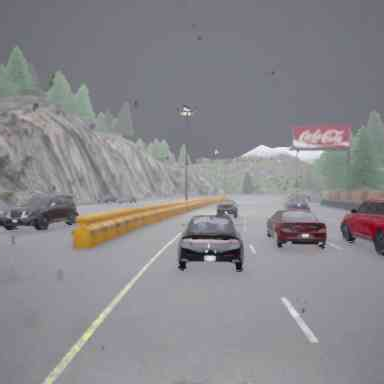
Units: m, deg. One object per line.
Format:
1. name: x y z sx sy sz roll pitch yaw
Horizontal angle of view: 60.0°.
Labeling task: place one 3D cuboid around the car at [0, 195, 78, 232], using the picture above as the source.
1. car: -9.133 1.207 20.543 2.150 2.045 5.566 0 0 8

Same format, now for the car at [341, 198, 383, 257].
1. car: 7.828 1.252 13.130 2.150 2.045 5.566 0 0 5

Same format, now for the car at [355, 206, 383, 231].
1. car: 12.457 1.650 21.703 1.895 1.301 4.718 0 0 9

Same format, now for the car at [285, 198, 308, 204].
1. car: 11.249 1.405 35.960 2.097 1.767 4.553 0 0 9

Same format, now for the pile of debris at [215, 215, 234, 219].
1. pile of debris: 2.885 2.200 29.125 1.500 0.140 1.860 0 0 10

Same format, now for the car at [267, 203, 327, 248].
1. car: 4.533 1.499 14.989 1.882 1.535 5.008 0 0 6

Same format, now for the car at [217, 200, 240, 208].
1. car: 3.333 1.529 31.062 1.837 1.490 4.892 0 0 9

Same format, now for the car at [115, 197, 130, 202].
1. car: -10.518 1.269 54.923 1.994 1.385 4.181 0 0 9

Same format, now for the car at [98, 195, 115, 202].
1. car: -13.969 1.185 55.501 1.882 1.535 5.008 0 0 9

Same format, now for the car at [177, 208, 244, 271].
1. car: 0.651 1.500 10.976 2.128 1.511 4.902 0 0 4
